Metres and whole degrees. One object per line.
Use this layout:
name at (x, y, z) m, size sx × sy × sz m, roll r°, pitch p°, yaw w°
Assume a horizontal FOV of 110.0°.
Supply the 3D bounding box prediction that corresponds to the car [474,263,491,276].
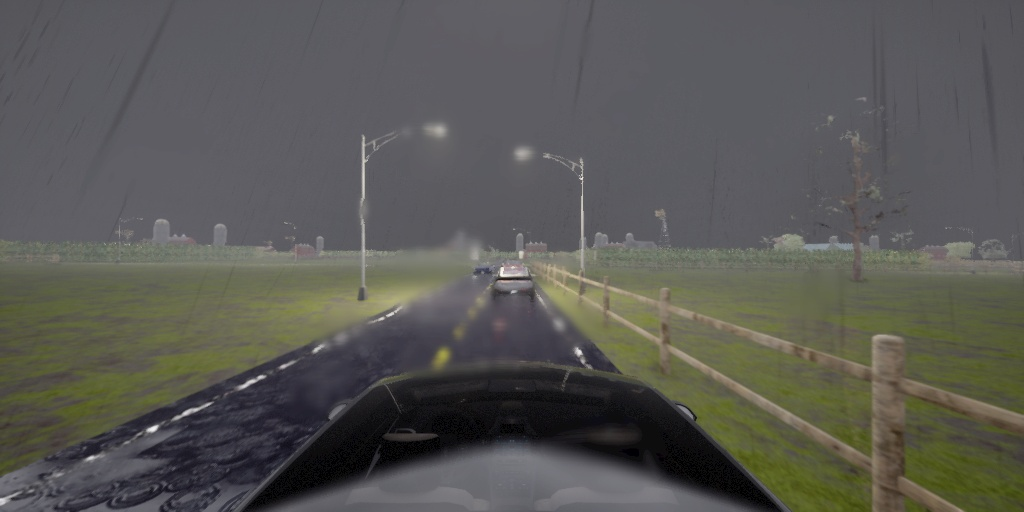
car at (-2.837, 1.330, 37.096) m, size 1.895 × 1.301 × 4.718 m, roll 0°, pitch 0°, yaw 0°

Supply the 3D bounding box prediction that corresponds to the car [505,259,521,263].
car at (0.100, 1.086, 33.863) m, size 2.097 × 1.767 × 4.553 m, roll 0°, pitch 0°, yaw 0°

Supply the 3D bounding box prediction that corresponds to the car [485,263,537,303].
car at (0.102, 1.237, 16.623) m, size 2.128 × 1.511 × 4.902 m, roll 0°, pitch 0°, yaw 0°
